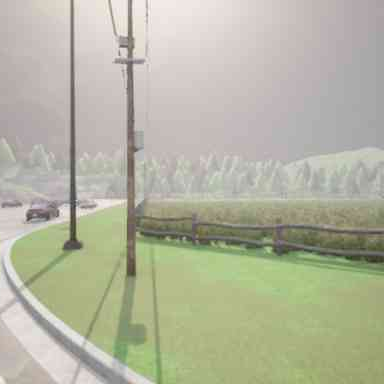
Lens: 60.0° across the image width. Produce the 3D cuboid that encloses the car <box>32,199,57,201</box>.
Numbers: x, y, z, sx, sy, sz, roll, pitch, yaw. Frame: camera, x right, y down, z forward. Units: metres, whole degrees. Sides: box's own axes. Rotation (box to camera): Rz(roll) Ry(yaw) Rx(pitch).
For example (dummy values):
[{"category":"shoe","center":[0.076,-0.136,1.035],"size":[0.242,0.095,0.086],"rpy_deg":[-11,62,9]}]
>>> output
[{"category":"car","center":[-18.210,1.871,40.545],"size":[2.033,1.411,5.357],"rpy_deg":[0,0,-7]}]

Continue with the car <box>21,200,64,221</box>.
[{"category":"car","center":[-13.262,1.762,29.741],"size":[1.812,1.442,4.674],"rpy_deg":[0,0,-7]}]

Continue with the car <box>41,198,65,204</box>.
[{"category":"car","center":[-24.075,1.954,57.581],"size":[1.837,1.490,4.892],"rpy_deg":[0,0,-7]}]

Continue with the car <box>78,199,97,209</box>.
[{"category":"car","center":[-16.305,1.981,52.940],"size":[1.895,1.301,4.718],"rpy_deg":[0,0,-7]}]

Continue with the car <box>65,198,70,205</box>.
[{"category":"car","center":[-25.431,1.886,67.913],"size":[2.033,1.411,5.357],"rpy_deg":[0,0,-7]}]

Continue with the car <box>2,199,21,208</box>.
[{"category":"car","center":[-31.138,2.015,57.630],"size":[1.812,1.442,4.674],"rpy_deg":[0,0,-7]}]

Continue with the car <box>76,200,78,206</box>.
[{"category":"car","center":[-21.360,1.998,64.560],"size":[1.812,1.442,4.674],"rpy_deg":[0,0,-7]}]
